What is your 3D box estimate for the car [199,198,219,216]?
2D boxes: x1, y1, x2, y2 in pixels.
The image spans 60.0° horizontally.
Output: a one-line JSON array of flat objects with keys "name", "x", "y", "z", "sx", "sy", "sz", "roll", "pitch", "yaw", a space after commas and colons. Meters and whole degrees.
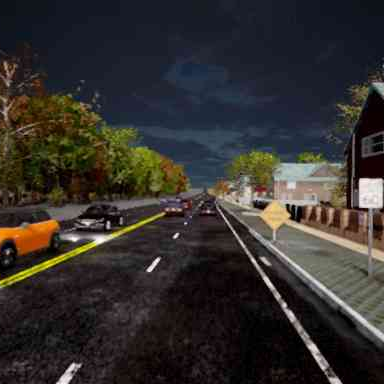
[{"name": "car", "x": 1.793, "y": 1.728, "z": 35.959, "sx": 1.837, "sy": 1.490, "sz": 4.892, "roll": 1, "pitch": 0, "yaw": 3}]

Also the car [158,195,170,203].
[{"name": "car", "x": -6.185, "y": 1.458, "z": 74.032, "sx": 2.097, "sy": 1.767, "sz": 4.553, "roll": 1, "pitch": 0, "yaw": 3}]

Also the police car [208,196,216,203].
[{"name": "police car", "x": 5.044, "y": 1.922, "z": 84.105, "sx": 1.930, "sy": 1.638, "sz": 5.238, "roll": 1, "pitch": 0, "yaw": 3}]

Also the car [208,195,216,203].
[{"name": "car", "x": 5.338, "y": 1.748, "z": 90.018, "sx": 2.150, "sy": 2.045, "sz": 5.566, "roll": 1, "pitch": 0, "yaw": 3}]

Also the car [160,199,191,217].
[{"name": "car", "x": -1.610, "y": 1.705, "z": 33.712, "sx": 2.033, "sy": 1.411, "sz": 5.357, "roll": 1, "pitch": 0, "yaw": 3}]

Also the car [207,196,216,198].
[{"name": "car", "x": 2.361, "y": 1.766, "z": 47.540, "sx": 1.882, "sy": 1.535, "sz": 5.008, "roll": 1, "pitch": 0, "yaw": 3}]

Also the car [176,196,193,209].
[{"name": "car", "x": -0.935, "y": 1.763, "z": 47.543, "sx": 1.812, "sy": 1.442, "sz": 4.674, "roll": 1, "pitch": 0, "yaw": 3}]

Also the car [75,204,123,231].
[{"name": "car", "x": -5.654, "y": 1.532, "z": 20.781, "sx": 1.837, "sy": 1.490, "sz": 4.892, "roll": 1, "pitch": 0, "yaw": 3}]

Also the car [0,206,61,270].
[{"name": "car", "x": -6.146, "y": 1.318, "z": 10.858, "sx": 2.097, "sy": 1.767, "sz": 4.553, "roll": 1, "pitch": 0, "yaw": 3}]

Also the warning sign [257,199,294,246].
[{"name": "warning sign", "x": 3.474, "y": 1.248, "z": 13.988, "sx": 1.300, "sy": 1.860, "sz": 1.060, "roll": 1, "pitch": 0, "yaw": 3}]

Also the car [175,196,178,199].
[{"name": "car", "x": -2.943, "y": 1.677, "z": 73.841, "sx": 1.812, "sy": 1.442, "sz": 4.674, "roll": 1, "pitch": 0, "yaw": 3}]
